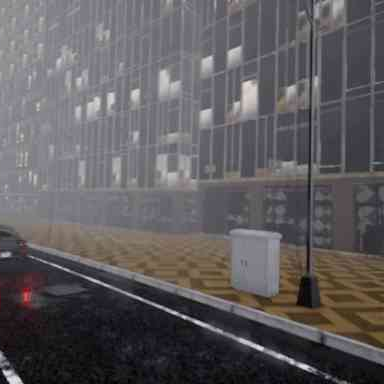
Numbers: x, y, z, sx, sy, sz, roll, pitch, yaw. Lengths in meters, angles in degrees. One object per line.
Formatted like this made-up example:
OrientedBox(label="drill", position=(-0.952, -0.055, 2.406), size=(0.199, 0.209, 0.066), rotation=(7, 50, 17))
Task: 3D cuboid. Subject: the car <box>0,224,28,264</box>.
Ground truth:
OrientedBox(label="car", position=(-7.772, 1.964, 12.811), size=(1.812, 1.442, 4.674), rotation=(3, -3, -43))
